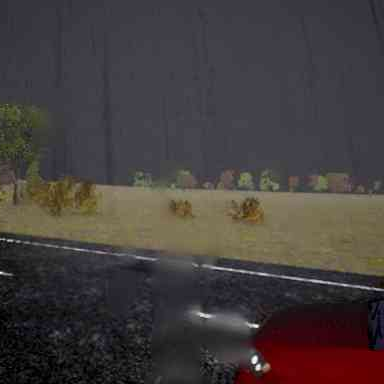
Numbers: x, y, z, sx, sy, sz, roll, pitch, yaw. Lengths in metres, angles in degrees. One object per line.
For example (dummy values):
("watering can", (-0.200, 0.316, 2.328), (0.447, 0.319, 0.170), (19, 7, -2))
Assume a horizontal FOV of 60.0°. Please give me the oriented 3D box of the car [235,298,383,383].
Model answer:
("car", (2.495, 1.594, 2.823), (4.181, 1.385, 1.994), (1, 0, 28))
